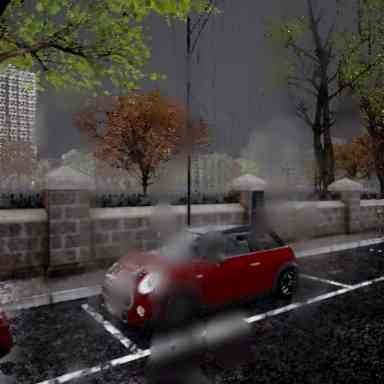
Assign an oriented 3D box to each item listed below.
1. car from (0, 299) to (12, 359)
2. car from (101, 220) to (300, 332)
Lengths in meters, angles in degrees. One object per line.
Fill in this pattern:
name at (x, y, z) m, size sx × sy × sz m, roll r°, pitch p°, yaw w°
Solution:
car at (-4.305, 1.442, 3.491) m, size 4.097 × 1.590 × 1.967 m, roll 0°, pitch 0°, yaw -36°
car at (0.277, 1.436, 6.760) m, size 4.097 × 1.590 × 1.967 m, roll 0°, pitch 0°, yaw -36°
